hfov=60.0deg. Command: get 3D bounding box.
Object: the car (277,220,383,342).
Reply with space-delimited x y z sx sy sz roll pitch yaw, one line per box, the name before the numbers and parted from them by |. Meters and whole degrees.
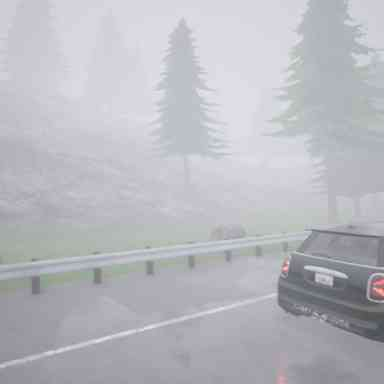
car | 3.761 1.347 6.241 4.553 1.767 2.097 0 0 -34
